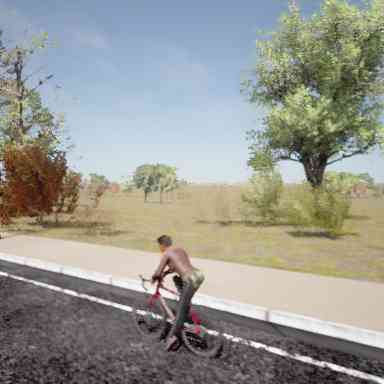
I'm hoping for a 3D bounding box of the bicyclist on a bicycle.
[{"bbox_3d":[-0.278,1.454,4.824,1.656,1.620,0.582,0,0,35],"label":"bicyclist on a bicycle"}]
